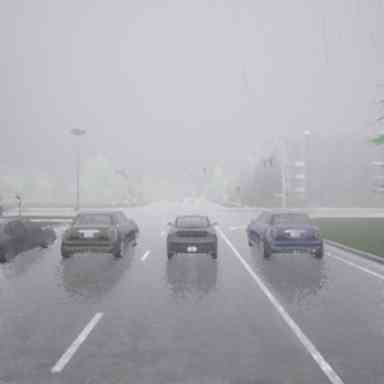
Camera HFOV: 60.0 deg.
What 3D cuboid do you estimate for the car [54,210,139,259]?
[{"bbox_3d":[-3.482,1.501,13.403,2.097,1.767,4.553,0,-1,0],"label":"car"}]

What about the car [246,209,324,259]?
[{"bbox_3d":[3.519,1.501,13.402,2.097,1.767,4.553,0,-1,0],"label":"car"}]

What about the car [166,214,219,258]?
[{"bbox_3d":[0.018,1.658,13.483,1.837,1.490,4.892,0,0,0],"label":"car"}]

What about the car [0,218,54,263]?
[{"bbox_3d":[-6.993,1.688,12.512,2.033,1.411,5.357,0,-1,1],"label":"car"}]
